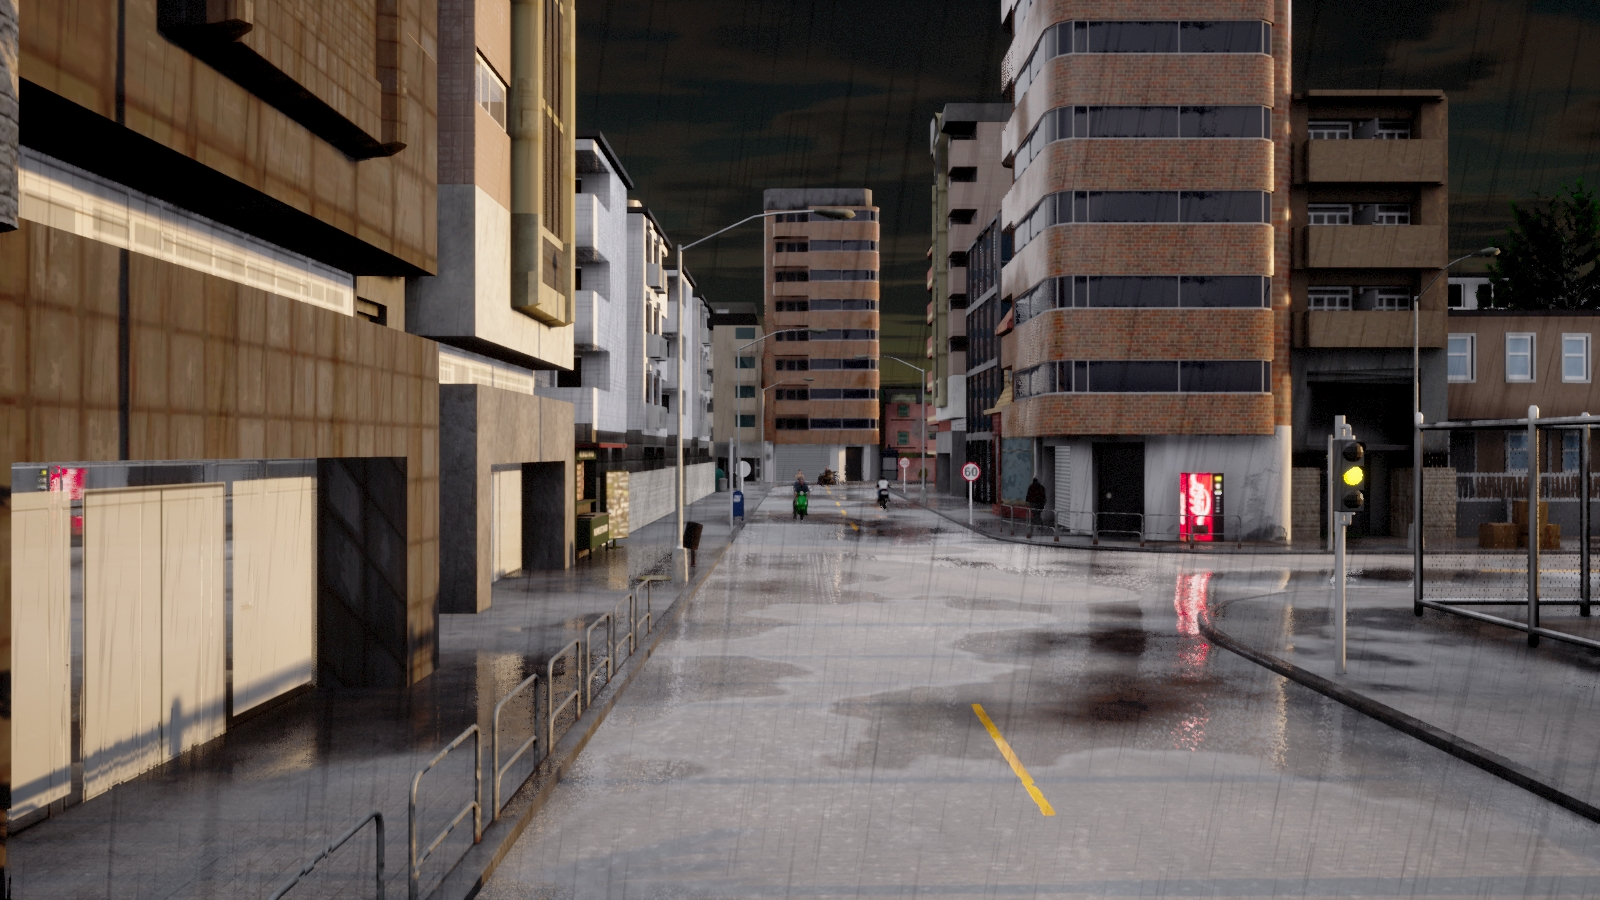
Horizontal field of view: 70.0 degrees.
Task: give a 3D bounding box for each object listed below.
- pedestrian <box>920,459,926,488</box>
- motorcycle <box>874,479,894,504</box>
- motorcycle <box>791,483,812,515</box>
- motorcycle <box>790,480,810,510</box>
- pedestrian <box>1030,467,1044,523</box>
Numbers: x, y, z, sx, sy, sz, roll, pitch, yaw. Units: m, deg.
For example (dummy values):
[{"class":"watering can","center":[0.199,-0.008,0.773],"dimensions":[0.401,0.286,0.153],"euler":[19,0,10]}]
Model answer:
[{"class":"pedestrian","center":[8.094,1.536,75.157],"dimensions":[0.375,1.860,0.375],"euler":[0,0,-3]},{"class":"motorcycle","center":[4.027,2.002,55.063],"dimensions":[0.803,1.145,2.033],"euler":[0,0,0]},{"class":"motorcycle","center":[0.063,1.970,46.521],"dimensions":[0.856,1.236,1.805],"euler":[0,0,0]},{"class":"motorcycle","center":[0.019,1.970,50.389],"dimensions":[0.856,1.236,1.805],"euler":[0,0,0]},{"class":"pedestrian","center":[7.988,1.522,38.486],"dimensions":[0.375,1.860,0.375],"euler":[0,0,-6]}]
